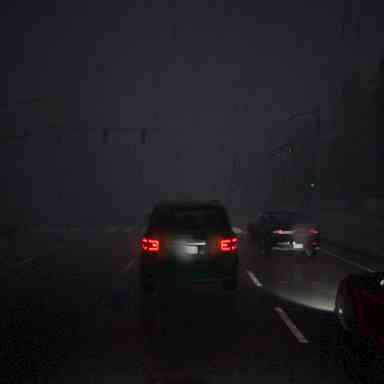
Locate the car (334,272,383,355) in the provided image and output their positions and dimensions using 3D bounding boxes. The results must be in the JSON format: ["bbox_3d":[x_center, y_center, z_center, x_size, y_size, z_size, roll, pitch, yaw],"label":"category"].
[{"bbox_3d":[3.428,1.564,4.003,1.994,1.385,4.181,0,0,-1],"label":"car"}]

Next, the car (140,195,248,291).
[{"bbox_3d":[-0.093,1.221,9.156,2.150,2.045,5.566,0,0,-1],"label":"car"}]

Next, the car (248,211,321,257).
[{"bbox_3d":[3.342,1.492,12.911,2.128,1.511,4.902,0,0,0],"label":"car"}]
